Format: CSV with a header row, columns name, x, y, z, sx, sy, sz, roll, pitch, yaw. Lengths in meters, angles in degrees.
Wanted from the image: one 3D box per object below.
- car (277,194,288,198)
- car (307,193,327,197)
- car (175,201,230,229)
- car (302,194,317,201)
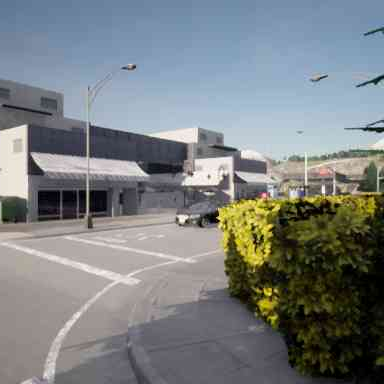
name,x,y,z,sx,sy,sz,roll,pitch,yaw
car,20.164,1.244,74.248,1.970,1.475,3.806,0,0,39
car,13.420,1.173,35.620,2.097,1.767,4.553,0,0,39
car,0.990,1.314,20.271,2.128,1.511,4.902,0,0,39
car,27.432,1.310,77.454,2.007,1.523,4.514,0,0,39
